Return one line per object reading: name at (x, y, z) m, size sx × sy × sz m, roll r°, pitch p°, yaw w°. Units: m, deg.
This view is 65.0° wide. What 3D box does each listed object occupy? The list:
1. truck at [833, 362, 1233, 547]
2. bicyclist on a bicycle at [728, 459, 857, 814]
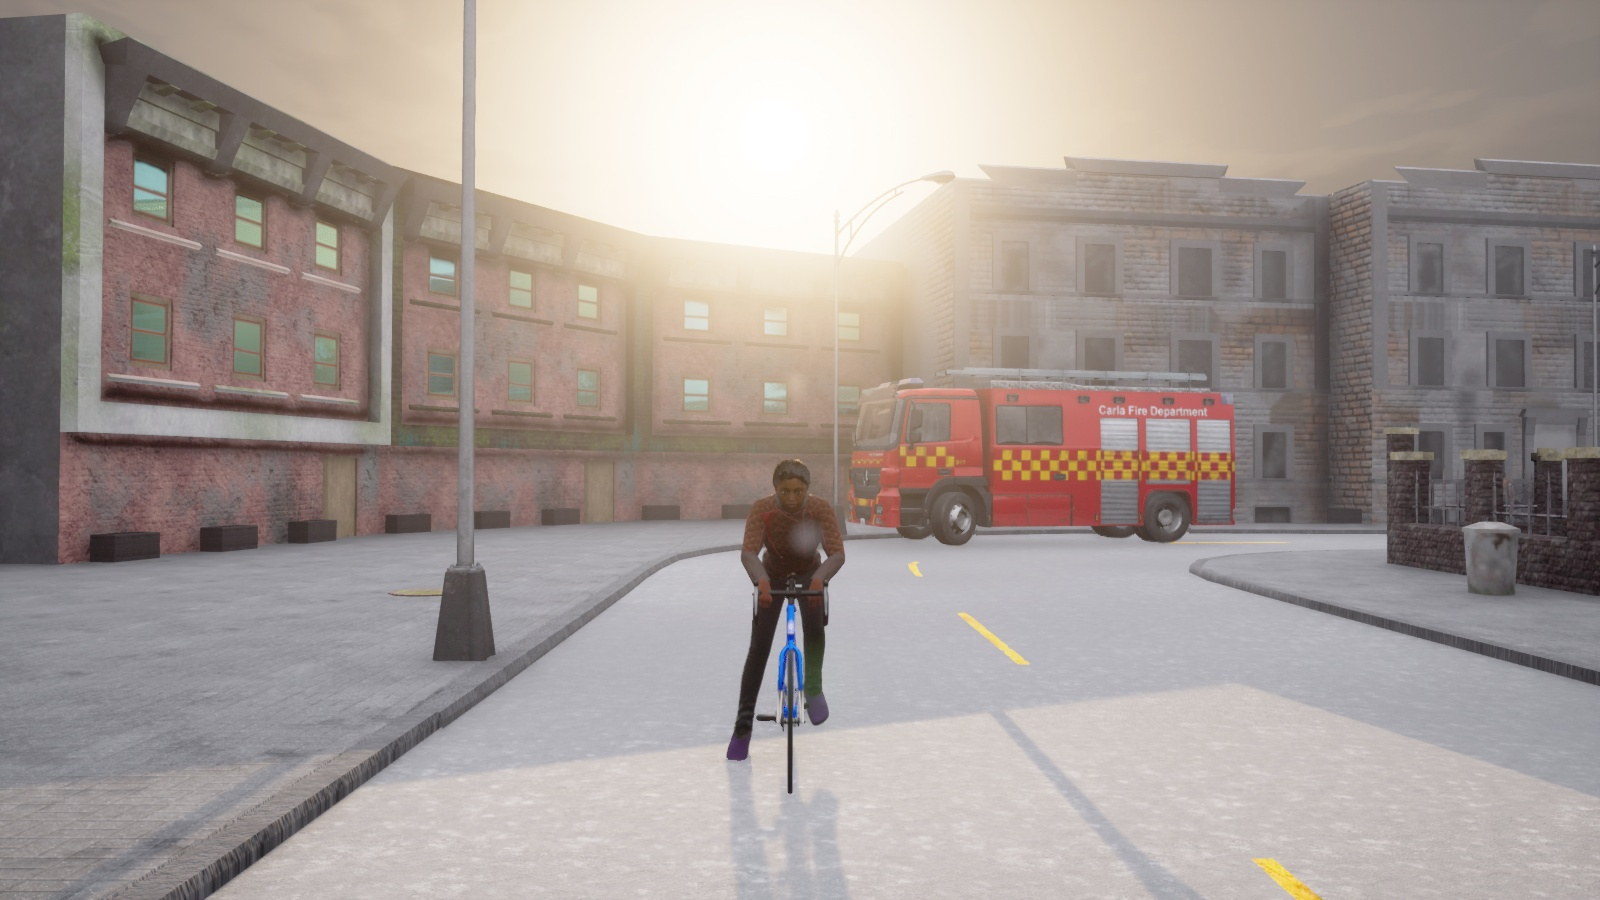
truck at (5.222, 0.101, 28.463) m, size 8.468 × 3.827 × 2.891 m, roll 0°, pitch -1°, yaw -15°
bicyclist on a bicycle at (-0.040, 0.877, 6.584) m, size 0.582 × 1.620 × 1.656 m, roll 0°, pitch -2°, yaw 0°
